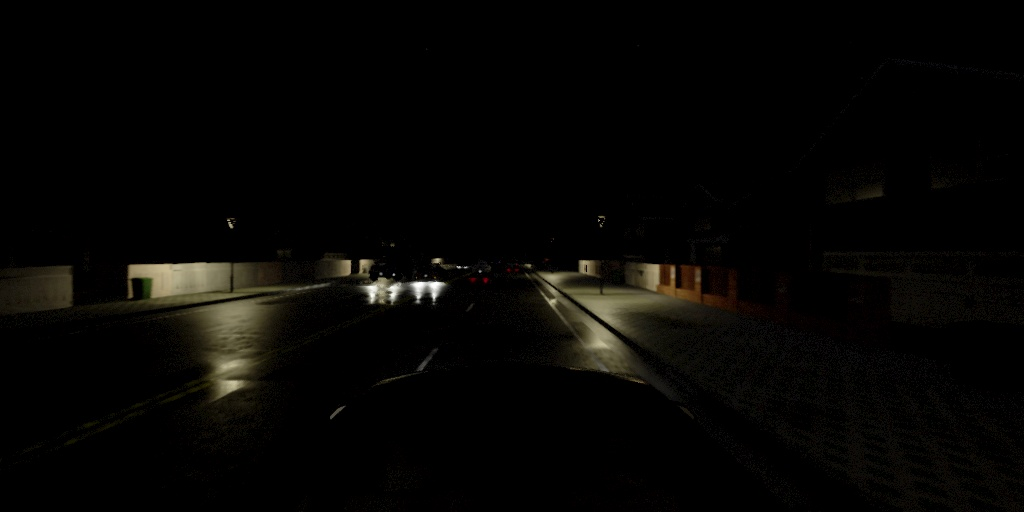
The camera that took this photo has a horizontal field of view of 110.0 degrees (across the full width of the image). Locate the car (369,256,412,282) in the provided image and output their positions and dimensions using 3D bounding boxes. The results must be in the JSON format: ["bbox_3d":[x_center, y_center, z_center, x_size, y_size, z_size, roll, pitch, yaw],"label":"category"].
[{"bbox_3d":[-9.845,0.983,29.773,2.150,2.045,5.566,0,0,1],"label":"car"}]

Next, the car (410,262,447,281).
[{"bbox_3d":[-6.594,1.326,29.436,1.994,1.385,4.181,0,0,0],"label":"car"}]

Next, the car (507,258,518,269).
[{"bbox_3d":[0.099,1.396,59.591,1.895,1.301,4.718,0,0,0],"label":"car"}]

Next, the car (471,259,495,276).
[{"bbox_3d":[-3.151,1.294,37.930,1.812,1.442,4.674,0,0,0],"label":"car"}]
